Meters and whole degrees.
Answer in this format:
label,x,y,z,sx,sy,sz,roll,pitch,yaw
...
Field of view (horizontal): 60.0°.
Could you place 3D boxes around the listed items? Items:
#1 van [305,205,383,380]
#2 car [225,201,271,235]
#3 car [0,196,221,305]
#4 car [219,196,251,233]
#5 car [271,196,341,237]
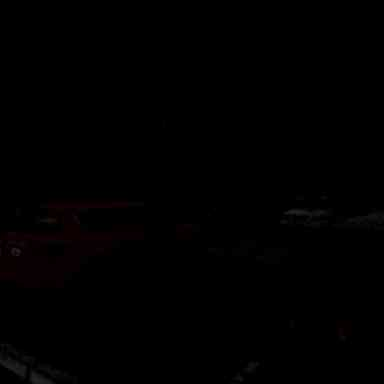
label,x,y,z,sx,sy,sz,roll,pitch,yaw
van,3.347,1.245,5.037,1.878,1.987,4.442,0,0,35
car,4.233,1.495,19.202,2.231,1.521,4.892,-1,0,35
car,-1.791,1.231,8.496,2.435,2.045,5.566,0,0,35
car,2.021,1.263,20.699,2.435,2.045,5.566,-1,0,35
car,6.519,1.225,17.600,2.435,2.045,5.566,-1,0,35
